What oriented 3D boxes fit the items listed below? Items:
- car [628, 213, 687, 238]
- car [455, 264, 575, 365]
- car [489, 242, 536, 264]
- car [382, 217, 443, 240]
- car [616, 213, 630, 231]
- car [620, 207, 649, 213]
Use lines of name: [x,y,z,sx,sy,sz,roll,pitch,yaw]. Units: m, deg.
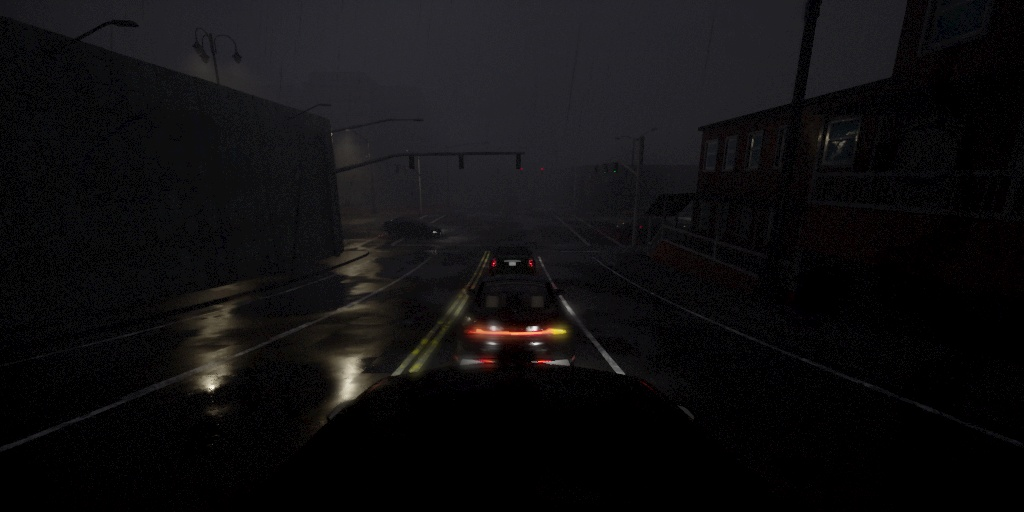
car: [13.324,-2.640,32.138,4.553,1.767,2.097,0,12,0]
car: [0.056,1.122,7.164,1.837,1.490,4.892,0,2,0]
car: [0.025,0.086,17.418,2.097,1.767,4.553,0,7,0]
car: [-8.461,-2.306,31.361,4.892,1.490,1.837,3,12,16]
car: [12.794,-3.218,35.597,4.674,1.442,1.812,0,12,0]
car: [16.469,-5.545,46.020,5.008,1.535,1.882,0,12,0]
